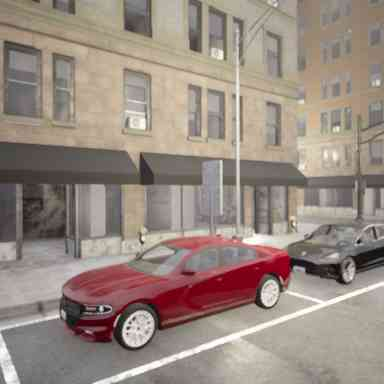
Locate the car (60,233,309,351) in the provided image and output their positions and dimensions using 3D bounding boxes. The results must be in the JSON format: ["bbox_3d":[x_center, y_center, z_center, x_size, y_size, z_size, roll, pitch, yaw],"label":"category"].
[{"bbox_3d":[-0.061,1.531,6.180,4.507,1.381,1.887,0,0,-36],"label":"car"}]

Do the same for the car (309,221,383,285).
[{"bbox_3d":[4.385,1.530,9.436,4.313,1.339,1.947,0,0,-36],"label":"car"}]
